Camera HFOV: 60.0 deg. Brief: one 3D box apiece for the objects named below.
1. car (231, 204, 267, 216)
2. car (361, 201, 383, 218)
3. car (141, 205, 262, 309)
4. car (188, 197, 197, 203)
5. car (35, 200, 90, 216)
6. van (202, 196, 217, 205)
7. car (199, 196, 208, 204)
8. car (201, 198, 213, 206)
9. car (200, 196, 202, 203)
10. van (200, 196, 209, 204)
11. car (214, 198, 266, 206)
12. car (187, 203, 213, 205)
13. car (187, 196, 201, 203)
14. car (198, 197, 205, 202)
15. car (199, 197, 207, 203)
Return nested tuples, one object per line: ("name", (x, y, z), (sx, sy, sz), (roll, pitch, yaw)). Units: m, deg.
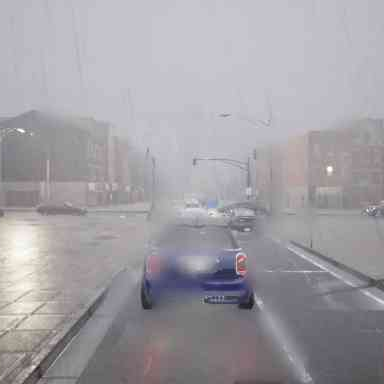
("car", (2.644, 1.572, 18.083), (2.008, 1.369, 4.403), (-1, 0, 0))
("car", (19.358, 1.657, 33.005), (4.553, 1.767, 2.097), (1, 1, 0))
("car", (0.106, 1.355, 8.011), (2.097, 1.767, 4.553), (0, 0, 0))
("car", (0.089, 2.003, 85.890), (2.128, 1.511, 4.902), (0, -1, 0))
("car", (-11.688, 1.458, 30.150), (4.674, 1.442, 1.812), (1, 1, 2))
("van", (2.665, 1.474, 45.042), (1.690, 1.788, 3.998), (-1, 0, 0))
("car", (2.696, 1.824, 76.783), (1.967, 1.590, 4.097), (-1, -1, 0))
("car", (2.684, 1.793, 60.911), (2.008, 1.369, 4.403), (-1, -1, 0))
("car", (2.674, 1.516, 55.624), (2.192, 1.841, 5.009), (-1, 0, 0))
("van", (2.689, 1.674, 71.494), (1.690, 1.788, 3.998), (-1, -1, 0))
("car", (4.941, 1.621, 33.051), (4.892, 1.490, 1.837), (1, 1, 0))
("car", (0.147, 1.546, 17.831), (1.812, 1.442, 4.674), (0, 0, 1))
("car", (0.107, 1.793, 54.368), (1.895, 1.301, 4.718), (0, 0, 1))
("car", (2.715, 2.138, 92.651), (1.802, 1.307, 4.206), (-2, -1, 0))
("car", (2.704, 1.982, 82.072), (1.887, 1.381, 4.507), (-1, -1, 0))
